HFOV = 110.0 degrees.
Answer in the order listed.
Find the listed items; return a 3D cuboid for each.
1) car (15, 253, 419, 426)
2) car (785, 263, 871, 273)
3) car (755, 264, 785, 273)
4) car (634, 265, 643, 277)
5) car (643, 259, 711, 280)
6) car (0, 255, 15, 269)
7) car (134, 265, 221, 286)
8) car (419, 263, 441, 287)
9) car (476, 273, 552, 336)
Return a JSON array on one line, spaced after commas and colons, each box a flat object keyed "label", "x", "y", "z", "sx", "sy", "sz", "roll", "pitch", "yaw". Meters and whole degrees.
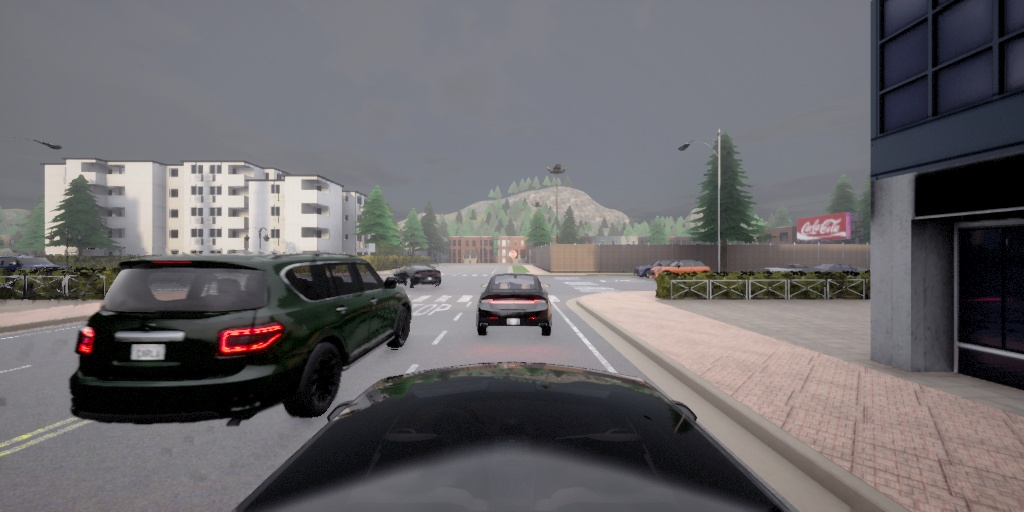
[{"label": "car", "x": -3.411, "y": 0.974, "z": 6.037, "sx": 2.150, "sy": 2.045, "sz": 5.566, "roll": 0, "pitch": 0, "yaw": 0}, {"label": "car", "x": 25.545, "y": 1.298, "z": 28.693, "sx": 5.357, "sy": 1.411, "sz": 2.033, "roll": 0, "pitch": 0, "yaw": 0}, {"label": "car", "x": 24.676, "y": 1.351, "z": 32.193, "sx": 4.718, "sy": 1.301, "sz": 1.895, "roll": 0, "pitch": 0, "yaw": 0}, {"label": "car", "x": 13.386, "y": 1.102, "z": 32.255, "sx": 4.553, "sy": 1.767, "sz": 2.097, "roll": 0, "pitch": 0, "yaw": 0}, {"label": "car", "x": 13.372, "y": 1.102, "z": 28.756, "sx": 4.553, "sy": 1.767, "sz": 2.097, "roll": 0, "pitch": 0, "yaw": 0}, {"label": "car", "x": -34.086, "y": 0.974, "z": 25.020, "sx": 5.566, "sy": 2.045, "sz": 2.150, "roll": 0, "pitch": 0, "yaw": 0}, {"label": "car", "x": -23.282, "y": 1.314, "z": 25.077, "sx": 4.181, "sy": 1.385, "sz": 1.994, "roll": 0, "pitch": 0, "yaw": -2}, {"label": "car", "x": -6.381, "y": 1.227, "z": 23.623, "sx": 1.882, "sy": 1.535, "sz": 5.008, "roll": 1, "pitch": -1, "yaw": -35}, {"label": "car", "x": 0.092, "y": 1.242, "z": 10.383, "sx": 2.128, "sy": 1.511, "sz": 4.902, "roll": 0, "pitch": 0, "yaw": 1}]
